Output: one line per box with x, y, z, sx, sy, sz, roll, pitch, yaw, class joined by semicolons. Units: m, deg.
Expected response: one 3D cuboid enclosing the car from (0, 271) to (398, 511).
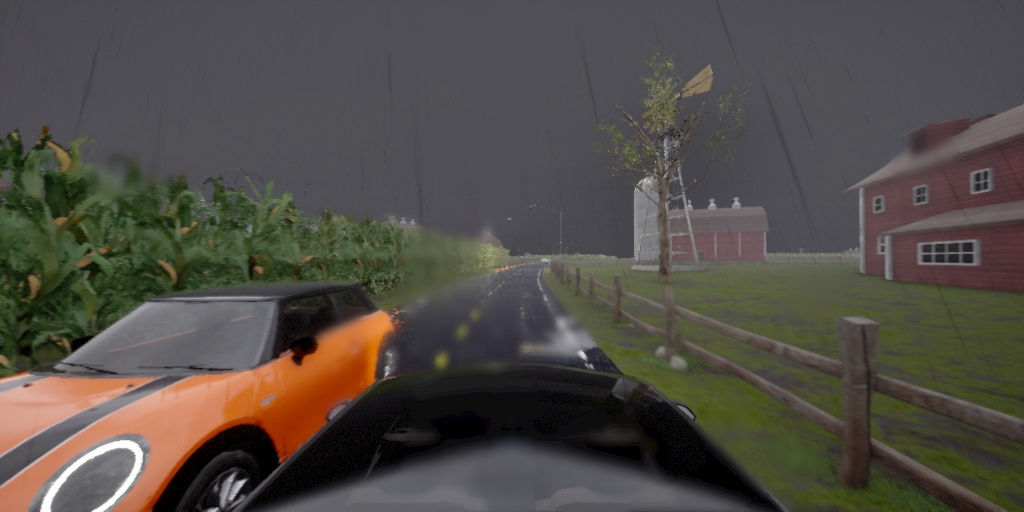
-2.810;1.099;3.623;2.097;1.767;4.553;0;0;0;car

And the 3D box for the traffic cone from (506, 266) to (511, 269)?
-0.773;1.726;55.061;0.340;0.580;0.340;0;0;7;traffic cone

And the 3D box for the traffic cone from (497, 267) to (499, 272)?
-1.812;1.720;45.061;0.340;0.580;0.340;0;0;5;traffic cone

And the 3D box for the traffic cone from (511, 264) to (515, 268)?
-0.174;1.729;60.051;0.340;0.580;0.340;0;0;7;traffic cone
